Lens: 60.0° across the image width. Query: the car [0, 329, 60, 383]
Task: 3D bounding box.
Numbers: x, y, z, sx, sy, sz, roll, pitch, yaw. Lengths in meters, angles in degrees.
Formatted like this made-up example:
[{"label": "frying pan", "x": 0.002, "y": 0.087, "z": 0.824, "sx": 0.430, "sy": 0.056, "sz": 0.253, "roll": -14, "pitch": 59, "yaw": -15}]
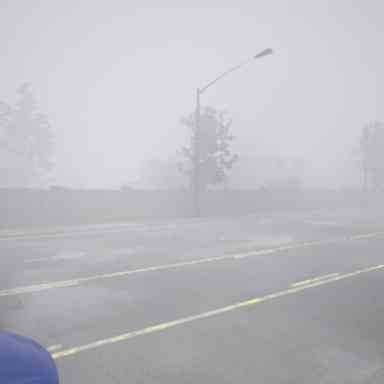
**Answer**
[{"label": "car", "x": -3.217, "y": 1.478, "z": 1.459, "sx": 5.008, "sy": 1.535, "sz": 1.882, "roll": 0, "pitch": 0, "yaw": -35}]
